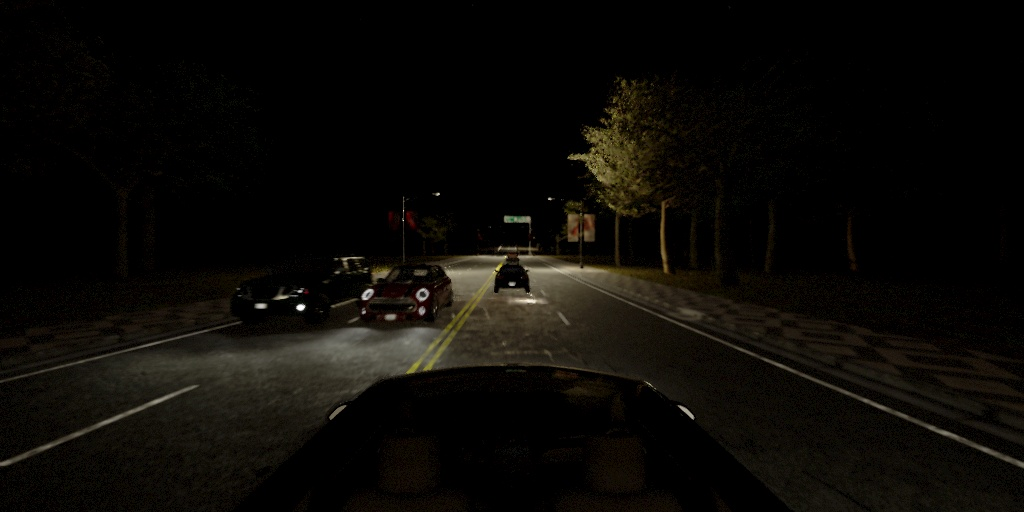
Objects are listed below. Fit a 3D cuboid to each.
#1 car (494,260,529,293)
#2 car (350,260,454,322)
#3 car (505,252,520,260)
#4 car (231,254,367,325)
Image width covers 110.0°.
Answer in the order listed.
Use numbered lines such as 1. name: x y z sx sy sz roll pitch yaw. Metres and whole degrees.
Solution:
1. car: 0.000 1.177 20.086 1.812 1.442 4.674 0 1 0
2. car: -3.316 1.076 12.102 2.097 1.767 4.553 0 0 0
3. car: 0.109 0.510 51.170 2.128 1.511 4.902 0 1 0
4. car: -6.565 0.949 12.166 2.150 2.045 5.566 0 0 0
